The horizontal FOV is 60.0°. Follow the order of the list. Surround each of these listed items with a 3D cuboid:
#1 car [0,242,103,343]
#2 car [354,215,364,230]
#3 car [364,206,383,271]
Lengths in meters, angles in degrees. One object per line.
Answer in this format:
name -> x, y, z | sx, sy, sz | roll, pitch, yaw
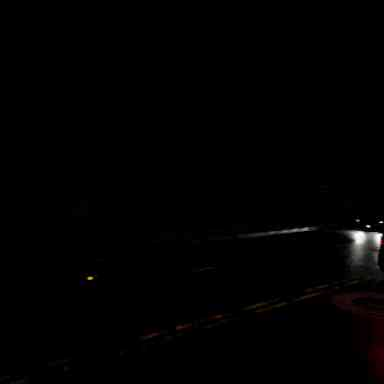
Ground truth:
car -> -3.710, 1.544, 4.968 | 4.674, 1.442, 1.812 | 0, 0, -35
car -> 12.363, 1.620, 20.969 | 5.357, 1.411, 2.033 | 0, 0, -37
car -> 6.952, 1.254, 8.532 | 5.566, 2.045, 2.150 | 0, 0, -36
